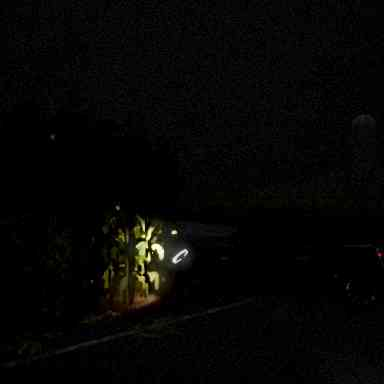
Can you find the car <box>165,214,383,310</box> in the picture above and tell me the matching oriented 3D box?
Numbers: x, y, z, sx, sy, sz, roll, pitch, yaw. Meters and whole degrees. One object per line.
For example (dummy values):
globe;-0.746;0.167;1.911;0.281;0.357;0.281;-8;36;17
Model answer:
car;1.720;1.342;7.476;4.553;1.767;2.097;0;0;8
